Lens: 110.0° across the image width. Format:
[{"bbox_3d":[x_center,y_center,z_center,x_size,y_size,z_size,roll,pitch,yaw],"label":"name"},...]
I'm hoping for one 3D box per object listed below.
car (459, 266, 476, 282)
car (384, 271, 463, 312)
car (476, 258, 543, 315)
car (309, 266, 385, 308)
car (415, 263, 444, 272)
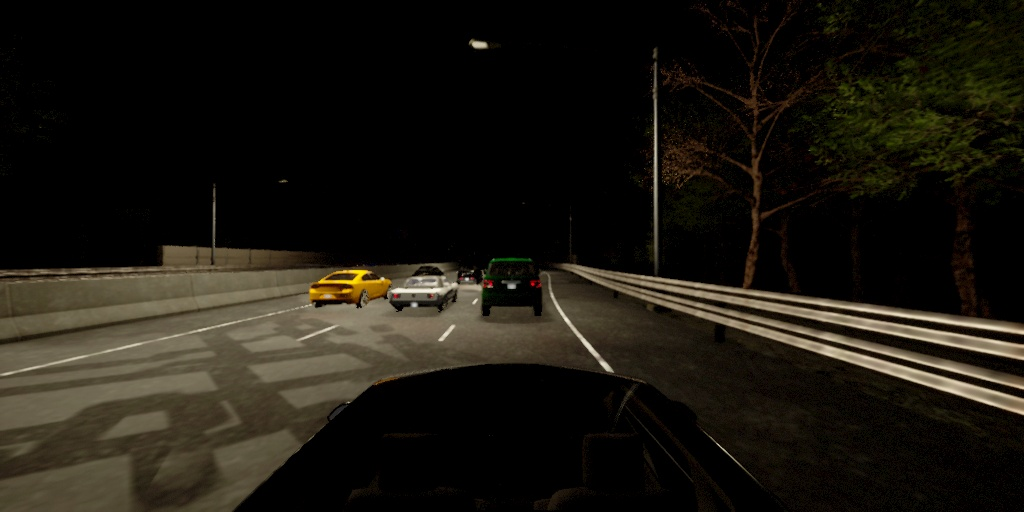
[{"bbox_3d":[-3.485,1.570,30.349,1.837,1.490,4.892,0,0,1],"label":"car"},{"bbox_3d":[-3.485,1.494,15.086,1.895,1.301,4.718,0,-1,0],"label":"car"},{"bbox_3d":[0.007,1.110,14.416,2.150,2.045,5.566,0,0,0],"label":"car"},{"bbox_3d":[-6.974,1.381,16.083,1.882,1.535,5.008,0,0,1],"label":"car"},{"bbox_3d":[-6.984,1.570,30.341,1.837,1.490,4.892,0,0,1],"label":"car"}]
